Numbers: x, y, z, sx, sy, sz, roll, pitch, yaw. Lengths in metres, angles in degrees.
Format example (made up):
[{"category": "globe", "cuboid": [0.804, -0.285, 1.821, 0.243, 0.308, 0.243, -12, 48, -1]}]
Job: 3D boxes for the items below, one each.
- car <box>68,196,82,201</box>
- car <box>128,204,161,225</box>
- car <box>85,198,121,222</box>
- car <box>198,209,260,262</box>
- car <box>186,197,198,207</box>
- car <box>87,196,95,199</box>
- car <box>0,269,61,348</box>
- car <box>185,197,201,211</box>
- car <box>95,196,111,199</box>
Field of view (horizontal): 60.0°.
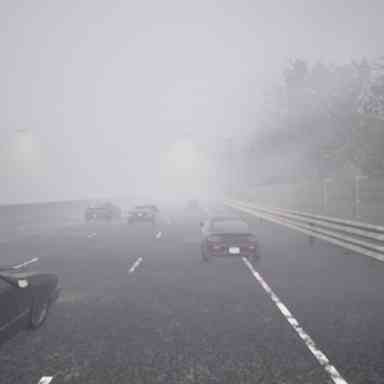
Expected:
[{"category": "car", "cuboid": [-24.441, 1.608, 69.594, 2.128, 1.511, 4.902, 0, 0, 0]}, {"category": "car", "cuboid": [-3.382, 1.563, 24.189, 2.033, 1.411, 5.357, 0, 0, 0]}, {"category": "car", "cuboid": [-6.878, 1.508, 26.101, 2.128, 1.511, 4.902, 0, 0, 0]}, {"category": "car", "cuboid": [1.236, 1.532, 11.986, 1.812, 1.442, 4.674, 0, 0, 0]}, {"category": "car", "cuboid": [0.047, 1.570, 51.989, 1.812, 1.442, 4.674, 0, 0, 0]}, {"category": "car", "cuboid": [-20.940, 1.608, 70.008, 1.812, 1.442, 4.674, 0, 0, 0]}, {"category": "car", "cuboid": [-3.395, 1.547, 3.839, 2.033, 1.411, 5.357, 0, 0, 0]}, {"category": "car", "cuboid": [0.114, 1.578, 41.478, 2.033, 1.411, 5.357, 0, 0, 0]}, {"category": "car", "cuboid": [-17.442, 1.615, 67.364, 2.033, 1.411, 5.357, 0, 0, 0]}]
